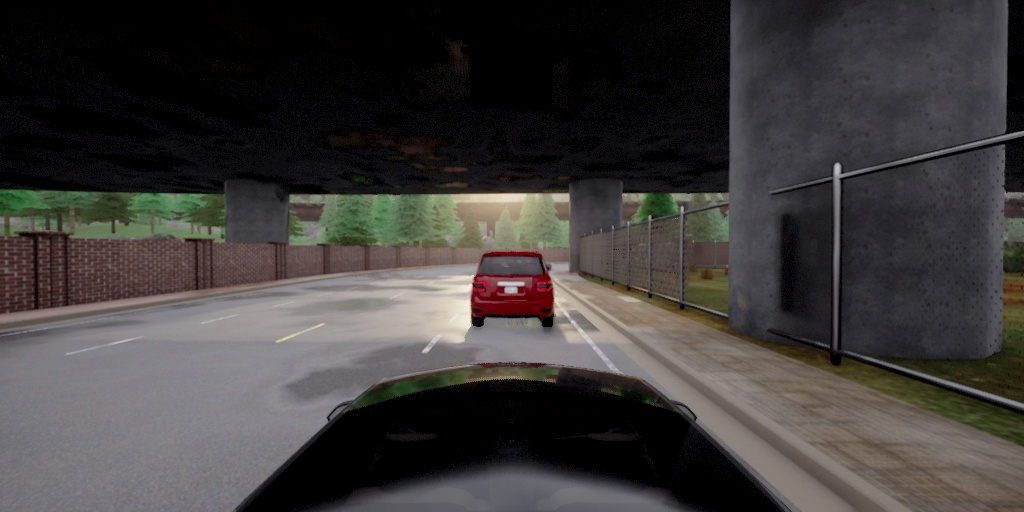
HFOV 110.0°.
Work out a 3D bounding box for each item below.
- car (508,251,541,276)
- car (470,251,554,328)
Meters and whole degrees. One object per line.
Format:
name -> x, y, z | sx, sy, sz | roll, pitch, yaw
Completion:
car -> 1.260, 0.585, 32.694 | 2.150, 2.045, 5.566 | 0, 1, 12
car -> 0.060, 0.855, 11.057 | 2.150, 2.045, 5.566 | 0, 1, 2
